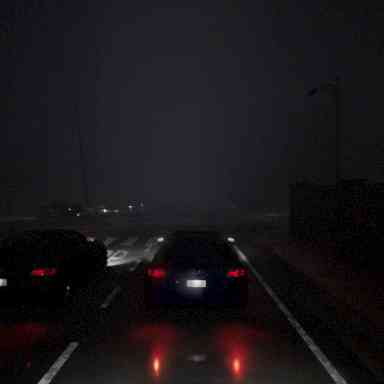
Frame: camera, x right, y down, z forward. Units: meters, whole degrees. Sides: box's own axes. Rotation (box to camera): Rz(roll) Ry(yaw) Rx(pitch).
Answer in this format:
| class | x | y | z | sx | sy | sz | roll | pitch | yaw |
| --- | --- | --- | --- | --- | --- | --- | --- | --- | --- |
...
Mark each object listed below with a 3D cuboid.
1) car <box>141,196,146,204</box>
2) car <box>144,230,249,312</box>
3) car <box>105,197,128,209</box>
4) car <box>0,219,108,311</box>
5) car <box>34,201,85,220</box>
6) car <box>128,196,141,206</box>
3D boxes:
| class | x | y | z | sx | sy | sz | roll | pitch | yaw |
| --- | --- | --- | --- | --- | --- | --- | --- | --- | --- |
| car | -10.383 | 1.505 | 66.322 | 1.837 | 1.490 | 4.892 | 0 | 0 | 1 |
| car | 0.092 | 1.564 | 7.799 | 1.994 | 1.385 | 4.181 | 0 | 0 | 0 |
| car | -10.494 | 1.478 | 45.578 | 1.882 | 1.535 | 5.008 | 0 | 0 | 0 |
| car | -3.393 | 1.564 | 7.860 | 1.994 | 1.385 | 4.181 | 0 | 0 | 0 |
| car | -10.618 | 1.468 | 26.488 | 4.892 | 1.490 | 1.837 | 0 | -1 | 33 |
| car | -10.468 | 1.548 | 55.591 | 2.033 | 1.411 | 5.357 | 0 | 0 | 0 |
